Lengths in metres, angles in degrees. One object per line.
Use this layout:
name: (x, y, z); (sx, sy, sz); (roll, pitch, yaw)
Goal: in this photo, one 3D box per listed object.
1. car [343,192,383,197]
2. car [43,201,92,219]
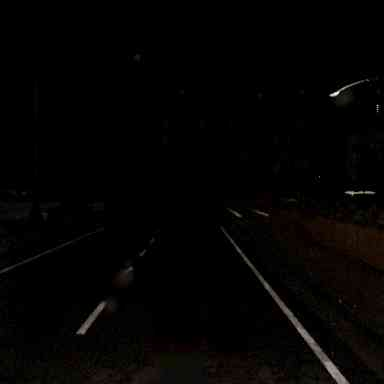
car: (16.758, 1.004, 30.965); (5.566, 2.045, 2.150); (0, 0, 3)
car: (-13.108, 1.822, 34.990); (5.008, 1.535, 1.882); (-8, 0, 2)
